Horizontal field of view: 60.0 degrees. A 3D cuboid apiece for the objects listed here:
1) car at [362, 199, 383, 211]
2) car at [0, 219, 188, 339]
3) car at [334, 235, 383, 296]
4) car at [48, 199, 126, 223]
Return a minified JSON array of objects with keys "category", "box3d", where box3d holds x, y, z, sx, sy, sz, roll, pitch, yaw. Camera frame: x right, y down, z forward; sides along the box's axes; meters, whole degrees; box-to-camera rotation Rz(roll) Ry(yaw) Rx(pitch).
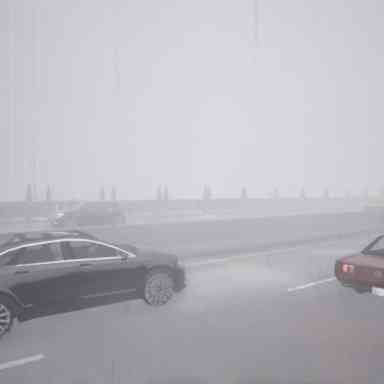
[{"category":"car","box3d":[20.055,1.484,35.476,5.008,1.535,1.882,0,0,-35]},{"category":"car","box3d":[-2.356,1.492,6.365,4.902,1.511,2.128,0,0,-36]},{"category":"car","box3d":[5.375,1.601,7.579,4.718,1.301,1.895,0,0,-35]},{"category":"car","box3d":[-6.537,1.352,20.824,4.553,1.767,2.097,0,0,-35]}]
